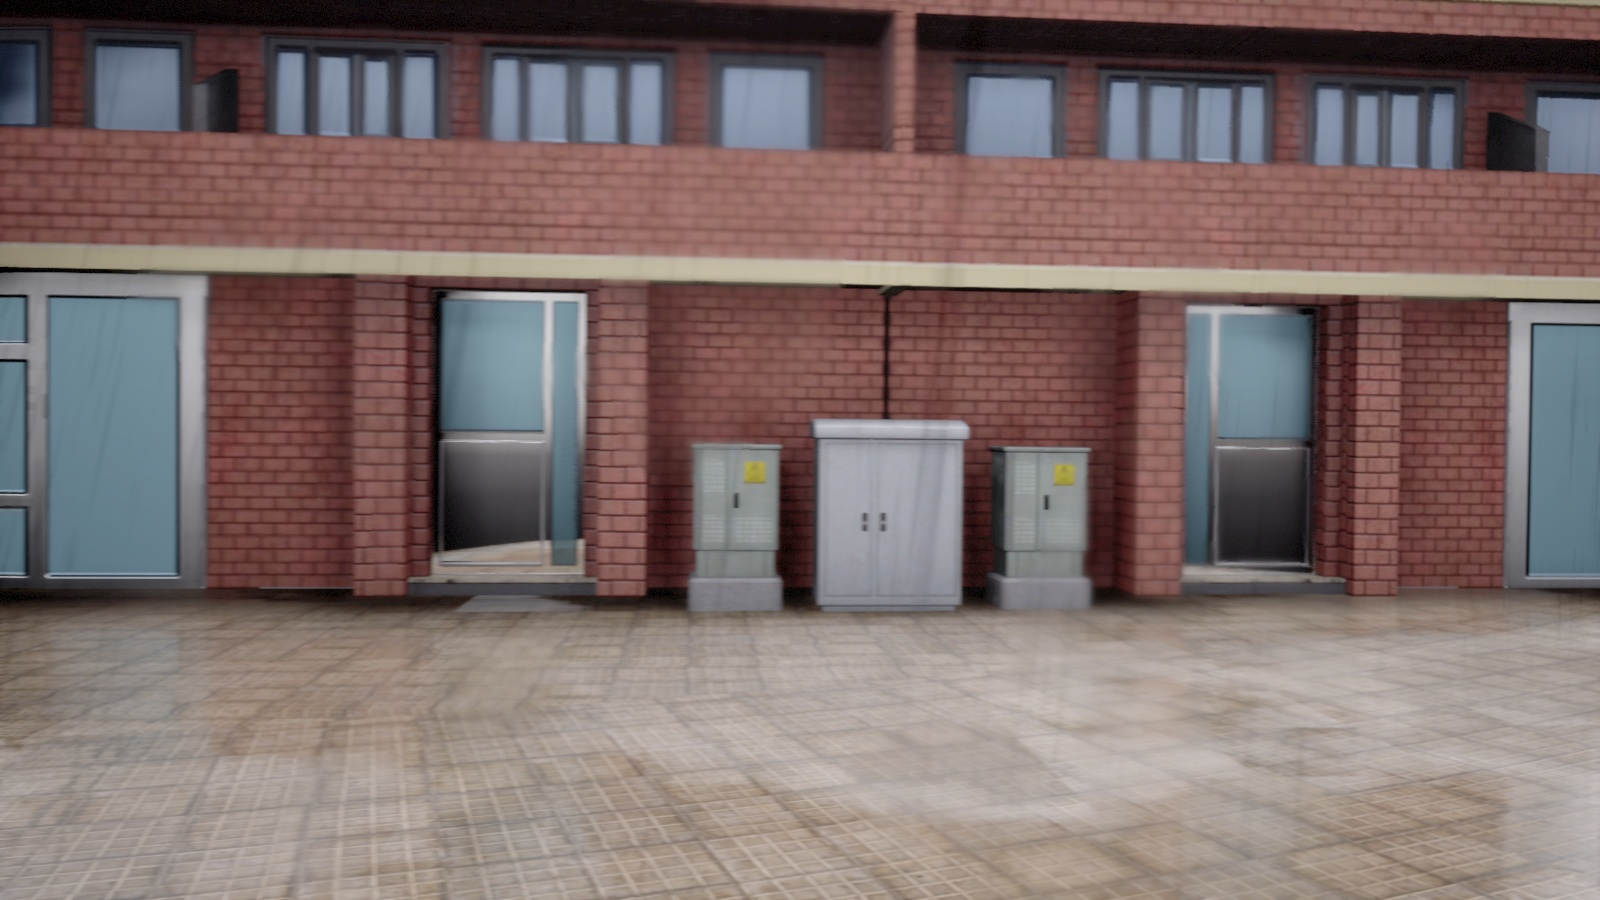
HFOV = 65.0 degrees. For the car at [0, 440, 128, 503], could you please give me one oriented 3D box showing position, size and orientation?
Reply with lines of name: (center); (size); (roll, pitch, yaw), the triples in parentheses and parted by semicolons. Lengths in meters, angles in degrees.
car: (-19.830, 0.518, 33.218); (2.007, 1.525, 4.514); (-1, 1, -5)
